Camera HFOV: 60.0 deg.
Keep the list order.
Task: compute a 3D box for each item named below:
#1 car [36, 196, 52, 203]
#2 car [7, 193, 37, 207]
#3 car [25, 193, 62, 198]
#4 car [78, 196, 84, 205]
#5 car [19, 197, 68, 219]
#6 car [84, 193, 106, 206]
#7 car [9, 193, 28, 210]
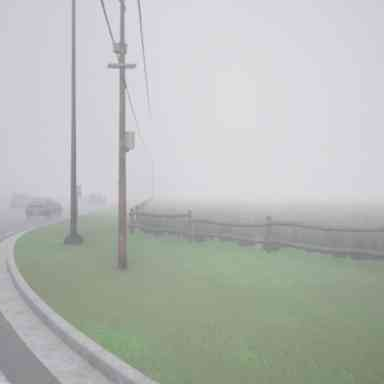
[{"bbox_3d":[-30.987,1.484,69.688,1.812,1.442,4.674,0,0,-6],"label":"car"},{"bbox_3d":[-25.419,1.190,50.110,2.150,2.045,5.566,0,0,-6],"label":"car"},{"bbox_3d":[-17.281,1.329,39.029,2.097,1.767,4.553,0,0,-6],"label":"car"},{"bbox_3d":[-19.365,1.516,59.950,2.033,1.411,5.357,0,0,-6],"label":"car"},{"bbox_3d":[-12.763,1.475,28.981,2.128,1.511,4.902,0,0,-6],"label":"car"},{"bbox_3d":[-15.194,1.194,53.390,2.150,2.045,5.566,0,0,-6],"label":"car"},{"bbox_3d":[-21.120,1.326,42.271,2.097,1.767,4.553,0,0,-6],"label":"car"}]
